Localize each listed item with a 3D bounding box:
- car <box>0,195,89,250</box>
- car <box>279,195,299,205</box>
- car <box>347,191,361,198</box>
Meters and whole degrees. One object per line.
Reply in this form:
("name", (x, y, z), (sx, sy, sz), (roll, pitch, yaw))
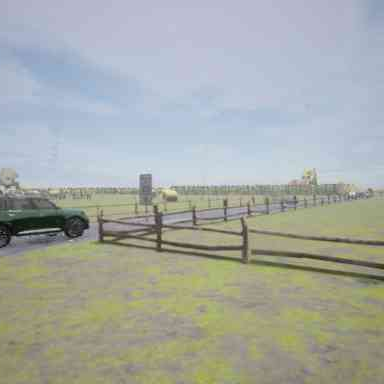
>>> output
("car", (-7.103, 1.132, 14.095), (2.150, 2.045, 5.566), (-1, 0, 35))
("car", (14.456, 1.154, 49.580), (1.994, 1.385, 4.181), (-1, 0, 35))
("car", (37.273, 0.751, 77.251), (1.812, 1.442, 4.674), (-1, 0, 35))
